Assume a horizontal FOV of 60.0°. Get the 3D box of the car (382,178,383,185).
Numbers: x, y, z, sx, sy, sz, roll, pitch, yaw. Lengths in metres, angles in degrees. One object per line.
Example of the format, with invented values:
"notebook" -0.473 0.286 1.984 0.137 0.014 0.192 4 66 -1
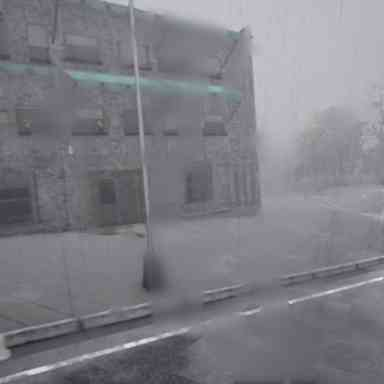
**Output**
"car" 29.014 -1.884 45.831 5.566 2.045 2.150 -5 2 -13
